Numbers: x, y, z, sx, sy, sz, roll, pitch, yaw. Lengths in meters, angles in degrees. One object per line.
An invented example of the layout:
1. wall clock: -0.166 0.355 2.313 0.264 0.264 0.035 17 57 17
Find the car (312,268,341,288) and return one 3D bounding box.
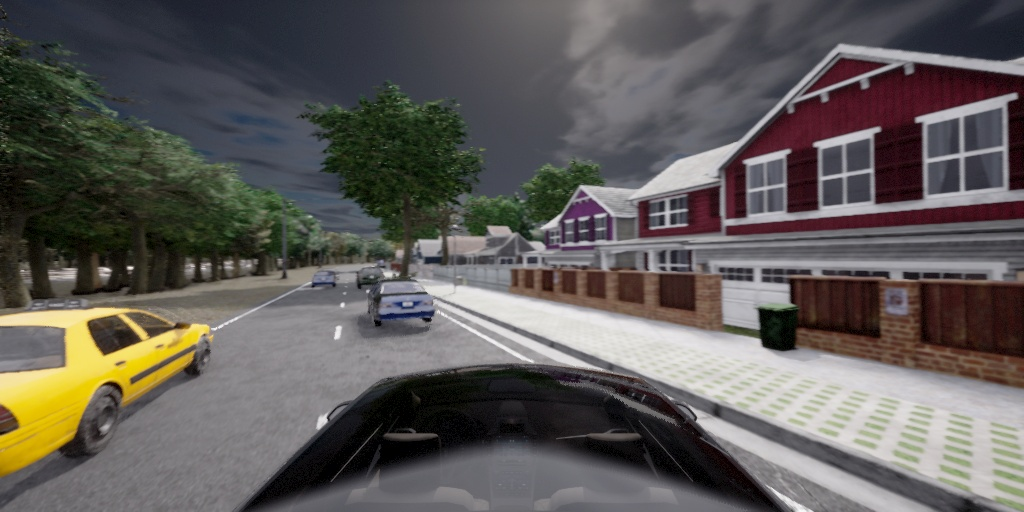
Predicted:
1. car: -16.171 1.957 31.028 2.033 1.411 5.357 0 -1 -25

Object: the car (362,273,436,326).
1. car: -4.102 1.511 12.850 2.033 1.411 5.357 0 -1 -24

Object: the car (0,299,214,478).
1. car: -5.716 1.328 4.695 1.801 1.575 5.366 0 -1 -24

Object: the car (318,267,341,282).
1. car: -20.813 2.096 41.139 2.128 1.511 4.902 0 -1 -24

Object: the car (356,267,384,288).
1. car: -11.819 1.683 29.935 2.097 1.767 4.553 0 -1 -24
